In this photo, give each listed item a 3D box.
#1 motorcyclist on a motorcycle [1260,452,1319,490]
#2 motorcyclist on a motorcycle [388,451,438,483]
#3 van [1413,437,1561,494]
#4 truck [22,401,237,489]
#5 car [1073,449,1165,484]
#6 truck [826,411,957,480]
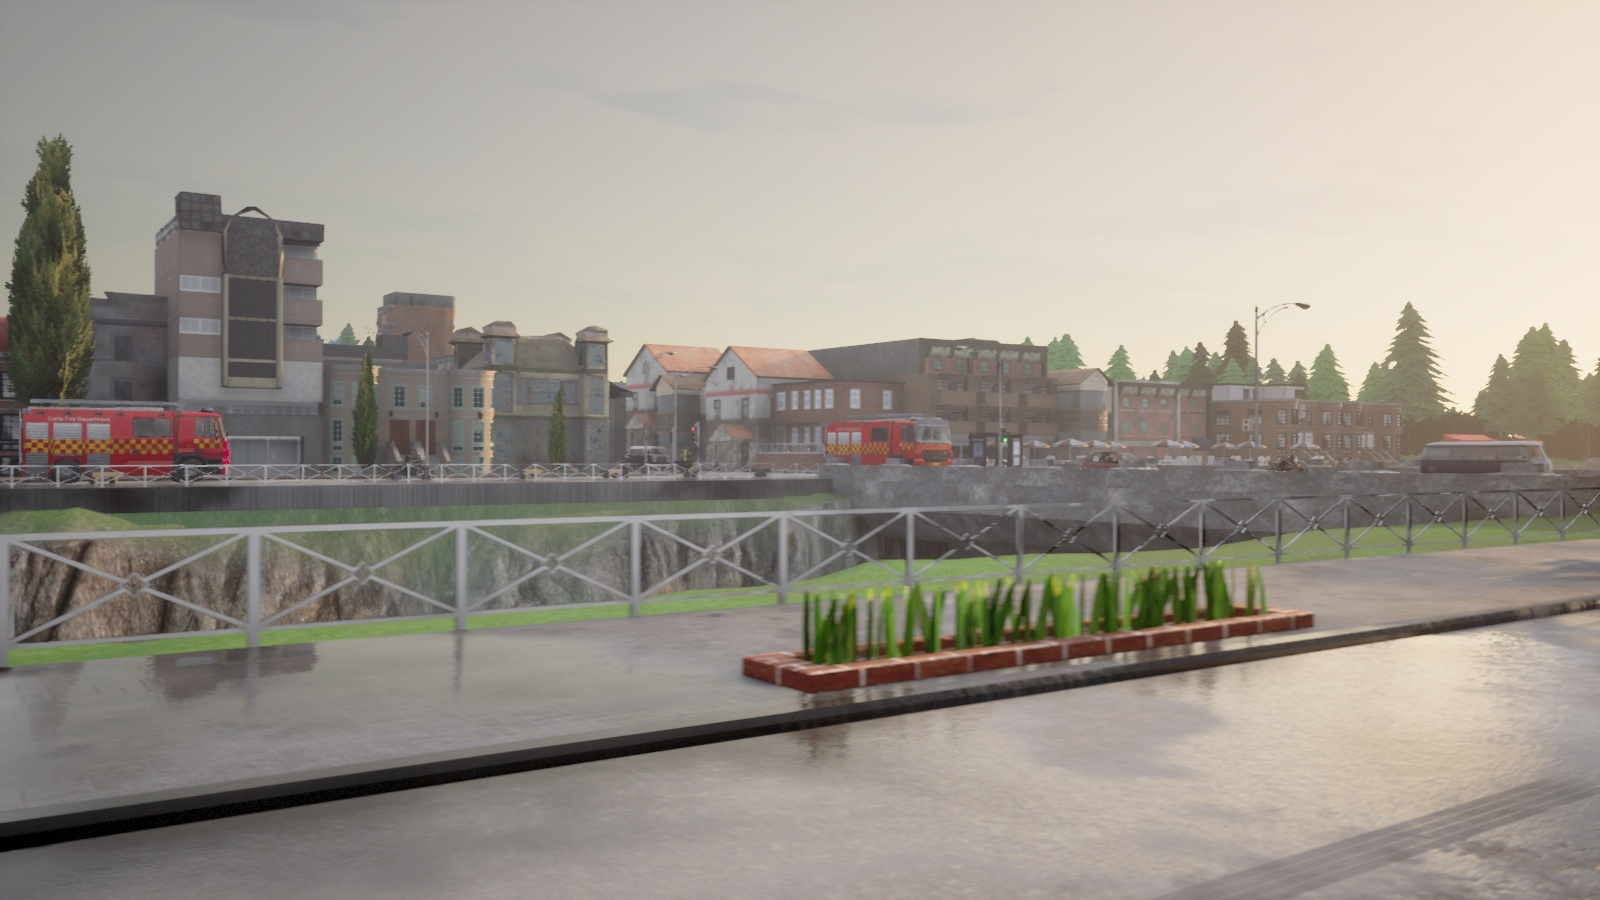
[{"bbox_3d":[20.485,0.865,52.553,0.866,1.530,2.191,0,0,-35],"label":"motorcyclist on a motorcycle"},{"bbox_3d":[-20.155,0.898,65.437,2.350,1.649,0.766,0,0,-35],"label":"motorcyclist on a motorcycle"},{"bbox_3d":[25.070,0.557,45.973,1.775,1.987,4.442,0,0,-35],"label":"van"},{"bbox_3d":[-30.858,-0.212,57.987,8.468,3.827,2.891,0,0,-35],"label":"truck"},{"bbox_3d":[15.227,0.758,60.098,1.851,1.617,3.988,0,0,-35],"label":"car"},{"bbox_3d":[5.272,-0.250,73.924,2.891,3.827,8.468,0,0,-36],"label":"truck"}]
